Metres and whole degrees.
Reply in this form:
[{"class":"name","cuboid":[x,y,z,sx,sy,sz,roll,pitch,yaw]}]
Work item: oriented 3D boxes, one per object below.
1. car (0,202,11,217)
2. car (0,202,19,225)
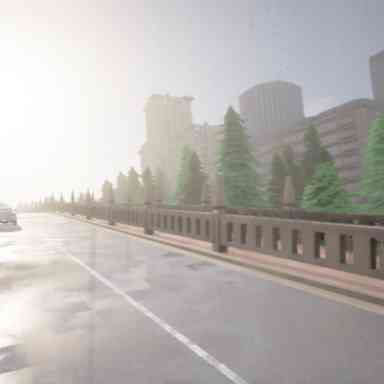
[{"class":"car","cuboid":[-21.292,1.897,36.831,1.882,1.535,5.008,-1,-1,-31]},{"class":"car","cuboid":[-14.464,1.792,25.543,1.812,1.442,4.674,-1,0,-31]}]
